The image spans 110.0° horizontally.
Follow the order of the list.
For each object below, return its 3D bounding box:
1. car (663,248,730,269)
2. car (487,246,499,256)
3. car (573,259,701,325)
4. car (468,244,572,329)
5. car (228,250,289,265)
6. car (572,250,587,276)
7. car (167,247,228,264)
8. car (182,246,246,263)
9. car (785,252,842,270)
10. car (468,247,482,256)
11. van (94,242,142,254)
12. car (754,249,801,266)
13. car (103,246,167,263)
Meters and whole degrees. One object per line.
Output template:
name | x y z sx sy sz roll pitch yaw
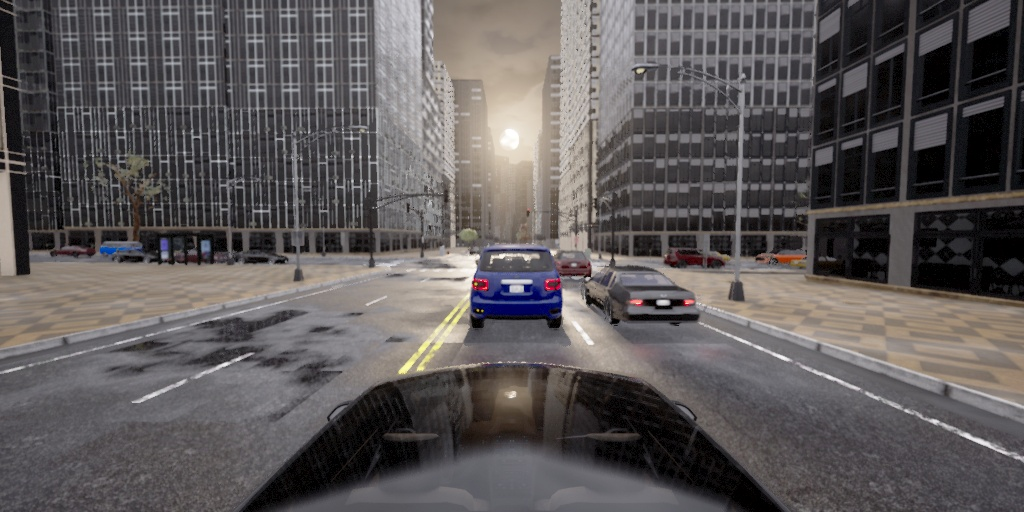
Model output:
car | 16.187 0.227 32.148 5.009 1.841 2.192 0 0 1
car | -3.289 -0.938 63.606 1.882 1.535 5.008 0 2 1
car | 3.348 0.994 10.450 2.033 1.411 5.357 0 2 0
car | 0.096 0.679 10.189 2.150 2.045 5.566 0 2 0
car | -22.738 0.114 32.657 4.313 1.339 1.948 0 0 1
car | 3.345 0.416 21.463 2.097 1.767 4.553 0 2 0
car | -28.422 0.074 32.787 4.207 1.307 1.802 0 0 1
car | -29.408 -0.148 35.470 4.892 1.490 1.837 1 3 1
car | 27.636 0.543 31.957 4.829 1.417 1.751 0 0 1
car | -6.540 -0.911 63.596 1.837 1.490 4.892 0 2 1
van | -45.295 -0.761 41.603 3.998 1.789 1.690 0 0 1
car | 28.199 0.087 37.684 4.553 1.767 2.097 1 3 1
car | -34.102 0.000 32.957 4.313 1.339 1.948 0 0 1
